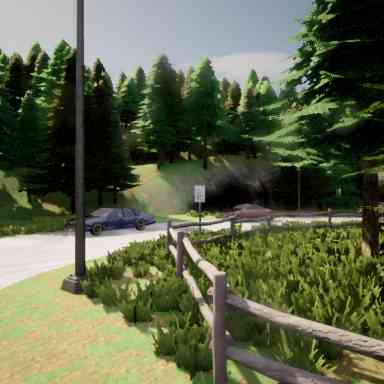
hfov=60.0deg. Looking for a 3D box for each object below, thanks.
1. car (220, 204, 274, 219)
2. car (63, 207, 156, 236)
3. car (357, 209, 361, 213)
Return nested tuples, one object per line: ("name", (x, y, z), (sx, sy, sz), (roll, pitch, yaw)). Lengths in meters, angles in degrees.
("car", (4.242, 1.591, 25.642), (4.181, 1.385, 1.994), (0, 0, -23))
("car", (-4.523, 1.574, 19.156), (2.033, 1.411, 5.357), (0, 0, 41))
("car", (16.767, 1.627, 28.507), (4.718, 1.301, 1.895), (0, 0, -3))
